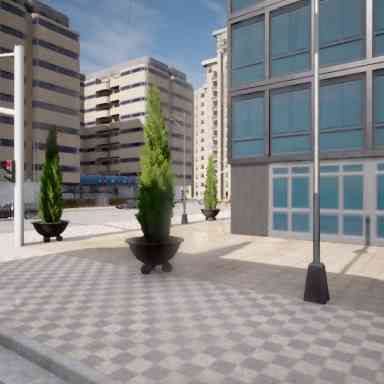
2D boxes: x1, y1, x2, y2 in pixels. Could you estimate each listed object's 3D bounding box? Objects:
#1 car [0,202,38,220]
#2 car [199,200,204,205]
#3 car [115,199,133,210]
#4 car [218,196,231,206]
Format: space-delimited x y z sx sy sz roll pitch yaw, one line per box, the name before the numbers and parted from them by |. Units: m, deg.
car | -14.995 1.560 26.828 1.837 1.490 4.892 0 0 34
car | 2.991 1.624 58.165 1.812 1.442 4.674 0 0 35
car | -7.866 1.619 42.986 1.994 1.385 4.181 0 0 35
car | 5.848 1.452 56.143 1.882 1.535 5.008 0 0 35
